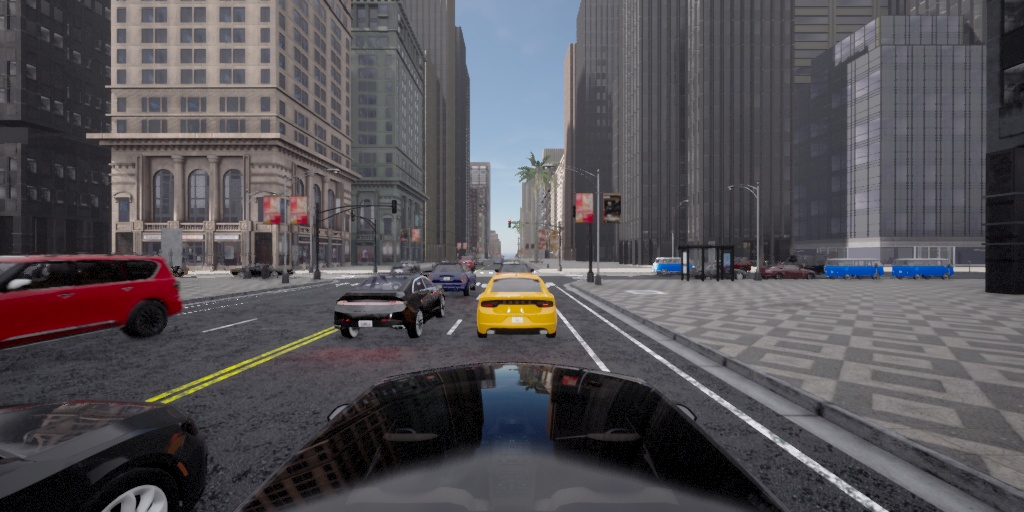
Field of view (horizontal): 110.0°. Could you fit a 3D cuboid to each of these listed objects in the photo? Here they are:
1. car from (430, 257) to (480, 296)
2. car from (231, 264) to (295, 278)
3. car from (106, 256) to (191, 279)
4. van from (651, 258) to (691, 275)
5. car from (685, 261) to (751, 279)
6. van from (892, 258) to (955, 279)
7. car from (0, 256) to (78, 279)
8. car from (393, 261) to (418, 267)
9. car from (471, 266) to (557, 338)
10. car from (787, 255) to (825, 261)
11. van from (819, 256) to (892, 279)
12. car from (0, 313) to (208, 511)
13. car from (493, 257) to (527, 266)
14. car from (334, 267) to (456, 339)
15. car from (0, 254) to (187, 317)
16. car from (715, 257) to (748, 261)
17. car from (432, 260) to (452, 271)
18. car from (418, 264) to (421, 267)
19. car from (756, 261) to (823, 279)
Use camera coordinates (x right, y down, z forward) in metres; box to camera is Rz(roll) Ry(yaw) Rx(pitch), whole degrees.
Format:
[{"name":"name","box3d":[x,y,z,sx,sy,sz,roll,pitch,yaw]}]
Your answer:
[{"name":"car","box3d":[-3.122,1.101,19.267,2.097,1.767,4.553,0,0,0]},{"name":"car","box3d":[-22.539,1.373,32.593,4.718,1.301,1.895,0,0,0]},{"name":"car","box3d":[-33.012,1.006,32.664,5.566,2.045,2.150,0,0,0]},{"name":"van","box3d":[17.125,1.063,38.357,3.998,1.789,1.690,0,0,0]},{"name":"car","box3d":[17.115,1.298,29.832,4.403,1.370,2.007,0,0,0]},{"name":"van","box3d":[34.148,1.078,29.810,3.998,1.789,1.690,0,0,0]},{"name":"car","box3d":[-43.719,1.019,32.739,5.566,2.045,2.150,0,0,0]},{"name":"car","box3d":[-9.799,1.241,33.365,2.128,1.511,4.902,0,0,0]},{"name":"car","box3d":[0.111,1.227,10.217,1.882,1.535,5.008,0,0,0]},{"name":"car","box3d":[27.832,0.954,32.478,5.566,2.045,2.150,0,0,0]},{"name":"van","box3d":[28.471,1.081,29.817,3.998,1.789,1.690,0,0,0]},{"name":"car","box3d":[-3.152,1.255,0.612,1.837,1.490,4.892,0,0,0]},{"name":"car","box3d":[0.128,1.101,19.291,2.097,1.767,4.553,0,0,0]},{"name":"car","box3d":[-3.138,1.241,10.128,2.128,1.511,4.902,0,0,0]},{"name":"car","box3d":[-9.843,0.972,7.191,2.150,2.045,5.566,0,0,0]},{"name":"car","box3d":[22.802,1.033,38.350,5.009,1.841,2.192,0,0,0]},{"name":"car","box3d":[-9.769,1.275,50.284,1.812,1.442,4.674,0,0,0]},{"name":"car","box3d":[-6.552,1.350,31.682,1.895,1.301,4.718,0,0,0]},{"name":"car","box3d":[22.793,1.325,29.825,4.207,1.307,1.802,0,0,0]}]
